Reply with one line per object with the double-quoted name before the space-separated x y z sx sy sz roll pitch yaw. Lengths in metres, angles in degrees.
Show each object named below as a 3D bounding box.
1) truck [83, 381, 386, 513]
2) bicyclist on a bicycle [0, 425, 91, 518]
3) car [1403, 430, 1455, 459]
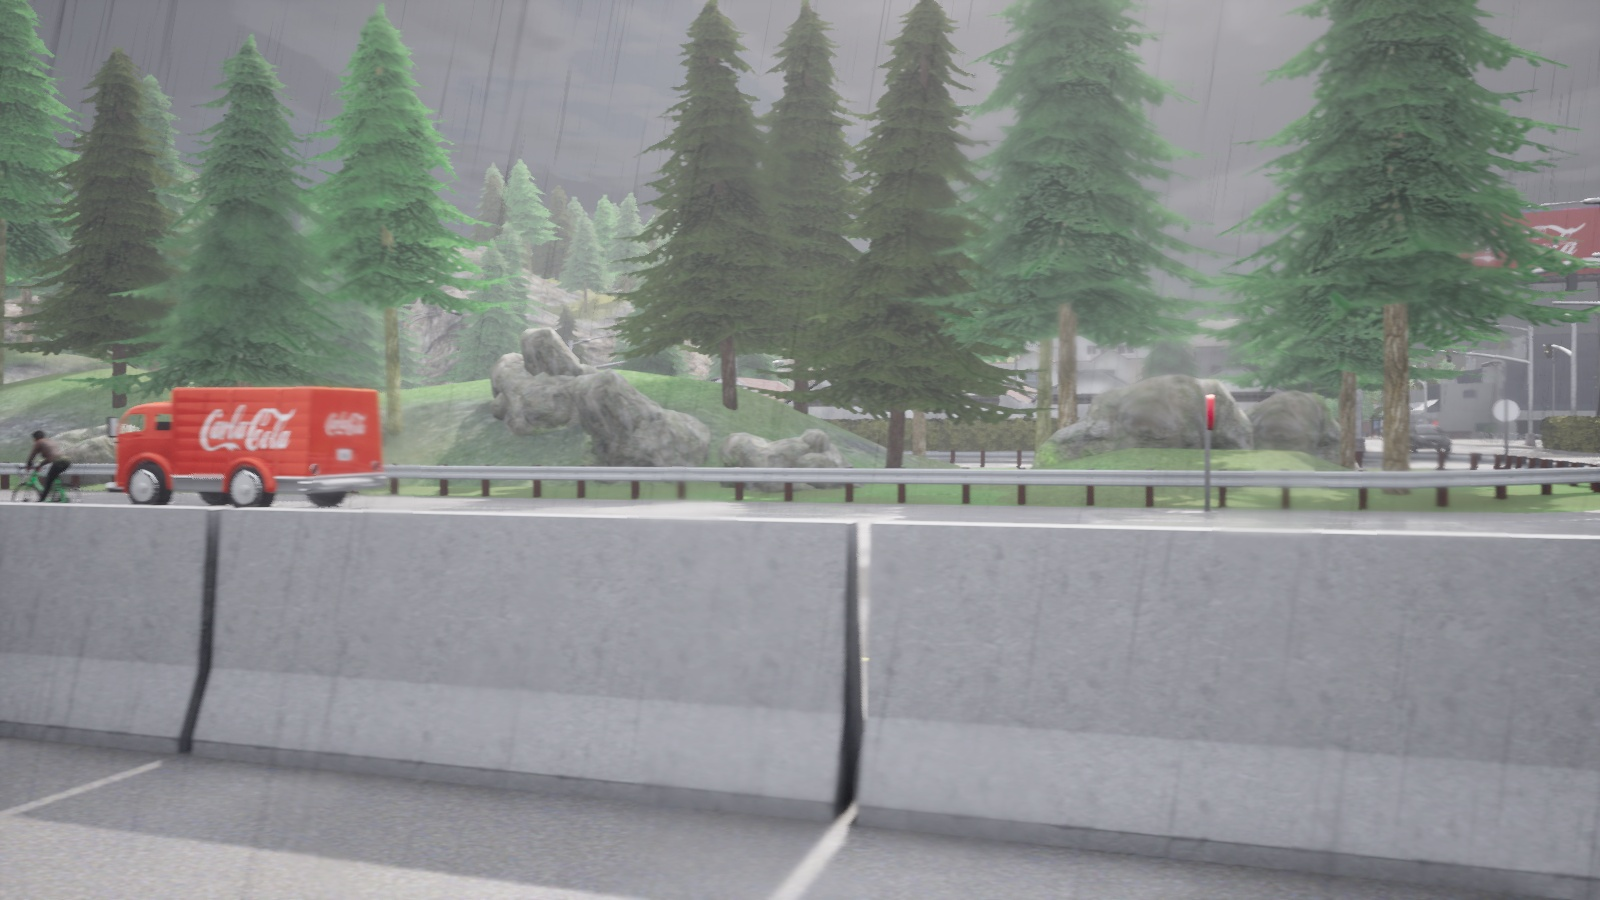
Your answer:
"truck" -11.428 -0.108 25.494 5.204 2.467 2.627 1 1 19
"bicyclist on a bicycle" -13.613 0.367 22.539 1.656 1.620 0.582 0 1 19
"car" 34.269 -0.326 68.546 1.837 1.490 4.892 1 2 18
